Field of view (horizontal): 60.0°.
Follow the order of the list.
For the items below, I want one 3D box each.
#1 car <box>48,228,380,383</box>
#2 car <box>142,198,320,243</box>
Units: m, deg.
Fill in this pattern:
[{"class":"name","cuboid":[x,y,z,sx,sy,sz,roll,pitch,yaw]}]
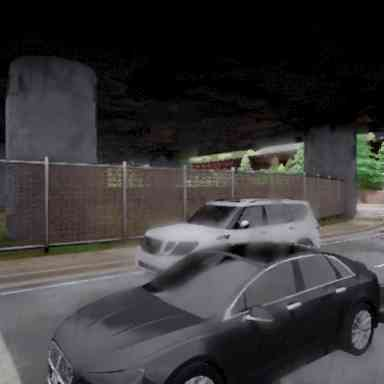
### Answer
[{"class":"car","cuboid":[0.696,1.505,4.515,4.892,1.490,1.837,0,0,-36]},{"class":"car","cuboid":[1.255,1.220,9.203,5.566,2.045,2.150,0,0,-36]}]
